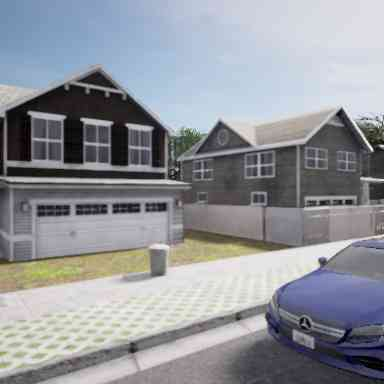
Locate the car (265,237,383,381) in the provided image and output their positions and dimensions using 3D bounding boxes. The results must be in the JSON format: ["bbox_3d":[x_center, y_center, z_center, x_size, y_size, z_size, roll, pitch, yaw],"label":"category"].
[{"bbox_3d":[3.244,1.525,5.389,4.674,1.442,1.812,0,0,-36],"label":"car"}]
